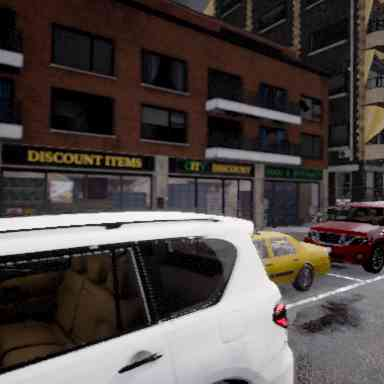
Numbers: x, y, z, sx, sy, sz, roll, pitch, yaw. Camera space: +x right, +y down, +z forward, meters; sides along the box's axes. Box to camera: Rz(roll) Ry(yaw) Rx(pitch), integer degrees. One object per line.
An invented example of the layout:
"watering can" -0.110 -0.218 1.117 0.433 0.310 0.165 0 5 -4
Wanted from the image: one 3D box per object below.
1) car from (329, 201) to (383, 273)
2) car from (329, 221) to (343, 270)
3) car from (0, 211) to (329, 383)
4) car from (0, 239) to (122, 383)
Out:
"car" 5.775 1.254 10.655 5.009 1.841 2.192 0 1 -35
"car" 1.100 1.497 7.327 4.829 1.417 1.752 0 1 -35
"car" -1.719 1.223 2.153 5.566 2.045 2.150 0 0 -35
"car" -3.297 1.568 4.194 4.313 1.339 1.947 0 1 -35
